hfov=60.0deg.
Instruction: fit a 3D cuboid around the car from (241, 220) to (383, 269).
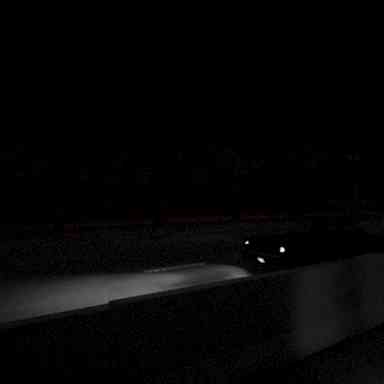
[{"bbox_3d":[3.838,1.569,10.271,4.718,1.301,1.895,0,0,-29],"label":"car"}]
